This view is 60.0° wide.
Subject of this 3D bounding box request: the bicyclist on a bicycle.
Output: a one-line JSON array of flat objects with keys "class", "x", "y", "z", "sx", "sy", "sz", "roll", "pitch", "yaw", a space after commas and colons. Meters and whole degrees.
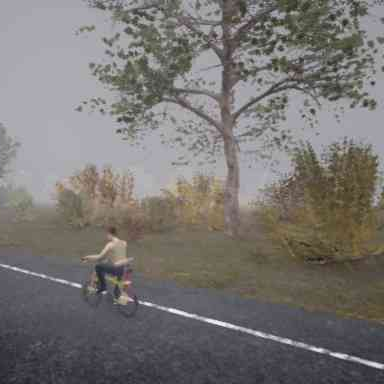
[{"class": "bicyclist on a bicycle", "x": -1.550, "y": 1.430, "z": 6.185, "sx": 1.509, "sy": 1.612, "sz": 0.866, "roll": 0, "pitch": 0, "yaw": 35}]
